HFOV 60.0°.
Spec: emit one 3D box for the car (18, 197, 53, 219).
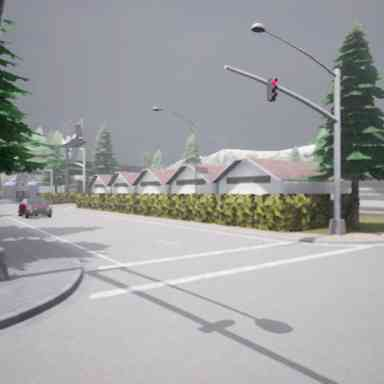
[{"bbox_3d":[-13.744,1.297,29.084,2.097,1.767,4.553,0,0,-36],"label":"car"}]
